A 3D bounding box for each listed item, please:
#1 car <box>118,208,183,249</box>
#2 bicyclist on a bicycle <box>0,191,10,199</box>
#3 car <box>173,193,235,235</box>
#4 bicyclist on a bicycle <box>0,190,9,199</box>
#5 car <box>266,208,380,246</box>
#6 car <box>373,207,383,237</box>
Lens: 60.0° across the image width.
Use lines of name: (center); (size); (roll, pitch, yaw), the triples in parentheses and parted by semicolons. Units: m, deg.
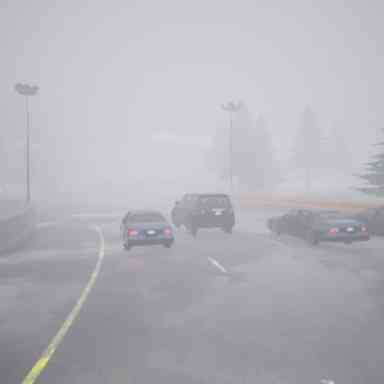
car: (-2.068, 1.457, 14.207); (2.033, 1.411, 5.357); (-1, 1, -14)
bicyclist on a bicycle: (-39.306, 0.545, 70.952); (0.582, 1.620, 1.656); (1, -20, 15)
car: (0.450, 1.062, 18.116); (2.150, 2.045, 5.566); (0, 1, -17)
bicyclist on a bicycle: (-40.352, 0.545, 71.253); (0.582, 1.620, 1.656); (1, -23, 15)
car: (5.211, 1.395, 14.606); (2.033, 1.411, 5.357); (-1, 1, -13)
car: (8.737, 1.366, 14.846); (2.033, 1.411, 5.357); (-1, 1, -13)
